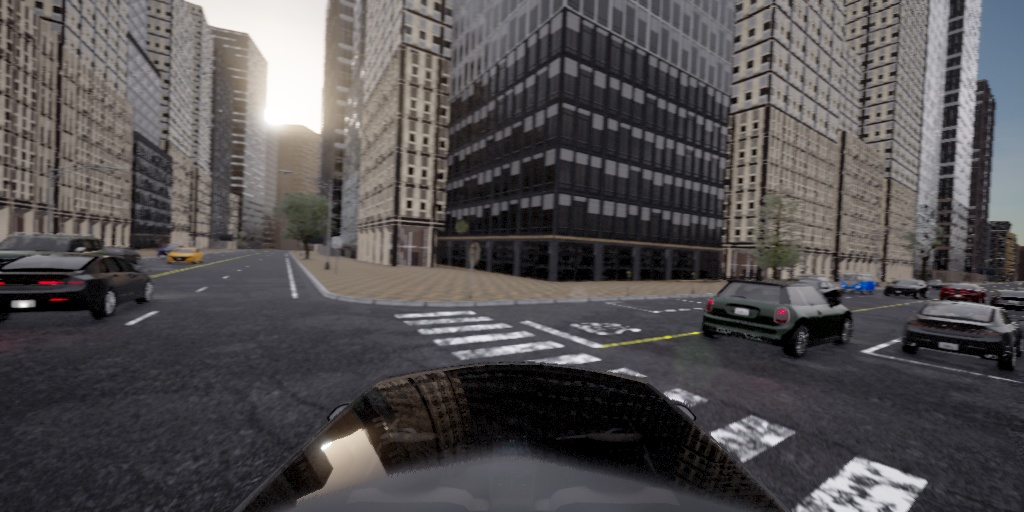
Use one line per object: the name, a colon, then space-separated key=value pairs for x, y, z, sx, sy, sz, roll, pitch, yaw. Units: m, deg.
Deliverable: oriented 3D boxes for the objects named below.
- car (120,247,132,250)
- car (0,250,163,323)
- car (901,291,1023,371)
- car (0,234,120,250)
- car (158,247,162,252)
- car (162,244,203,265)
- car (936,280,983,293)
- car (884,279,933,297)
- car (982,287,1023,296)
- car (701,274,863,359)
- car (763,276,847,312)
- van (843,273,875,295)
car: x=-30.781 y=0.025 z=27.876 sx=2.033 sy=1.411 sz=5.357 roll=2 pitch=0 yaw=-32
car: x=-11.067 y=0.689 z=9.232 sx=1.837 sy=1.490 sz=4.892 roll=2 pitch=0 yaw=-32
car: x=11.502 y=1.850 z=9.160 sx=4.403 sy=1.370 sz=2.007 roll=0 pitch=0 yaw=-33
car: x=-18.224 y=0.169 z=14.113 sx=2.150 sy=2.045 sz=5.566 roll=2 pitch=0 yaw=-32
car: x=-39.483 y=-0.659 z=41.808 sx=1.882 sy=1.535 sz=5.008 roll=2 pitch=0 yaw=-32
car: x=-30.589 y=-0.046 z=33.688 sx=1.882 sy=1.535 sz=5.008 roll=2 pitch=0 yaw=-32
car: x=34.613 y=2.827 z=27.477 sx=5.008 sy=1.535 sz=1.882 roll=2 pitch=1 yaw=-33
car: x=33.400 y=2.734 z=30.358 sx=5.008 sy=1.535 sz=1.882 roll=3 pitch=0 yaw=-33
car: x=30.324 y=2.746 z=21.582 sx=4.313 sy=1.339 sz=1.948 roll=0 pitch=0 yaw=-33
car: x=7.201 y=1.417 z=9.637 sx=4.553 sy=1.767 sz=2.097 roll=3 pitch=1 yaw=-33
car: x=15.355 y=1.889 z=18.698 sx=5.008 sy=1.535 sz=1.882 roll=3 pitch=1 yaw=-33
van: x=30.490 y=2.431 z=31.688 sx=3.998 sy=1.789 sz=1.690 roll=0 pitch=0 yaw=-33
